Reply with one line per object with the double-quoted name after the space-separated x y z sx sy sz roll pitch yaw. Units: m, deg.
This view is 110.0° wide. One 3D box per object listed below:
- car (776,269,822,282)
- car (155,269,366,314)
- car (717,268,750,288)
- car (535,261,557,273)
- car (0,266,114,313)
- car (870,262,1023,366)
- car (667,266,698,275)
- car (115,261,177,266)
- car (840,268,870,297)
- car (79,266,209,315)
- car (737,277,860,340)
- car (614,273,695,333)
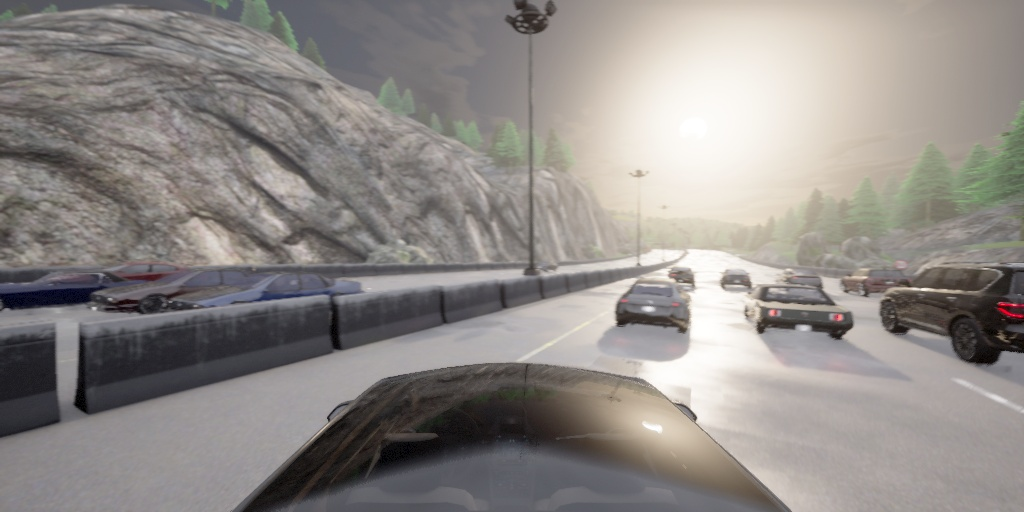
19.061 1.611 23.959 2.128 1.511 4.902 1 0 28 "car"
-7.399 1.205 11.561 2.033 1.411 5.357 1 0 28 "car"
16.468 1.611 26.553 1.812 1.442 4.674 1 0 28 "car"
4.718 1.463 49.608 2.128 1.511 4.902 1 0 28 "car"
-15.063 1.136 12.013 1.895 1.301 4.718 1 0 28 "car"
10.758 1.163 8.079 2.150 2.045 5.566 1 0 28 "car"
12.904 1.534 27.290 1.837 1.490 4.892 1 0 28 "car"
-16.887 0.995 16.071 1.882 1.535 5.008 1 0 28 "car"
21.780 1.509 21.601 2.097 1.767 4.553 1 0 28 "car"
-10.773 1.154 12.661 2.033 1.411 5.357 1 0 28 "car"
8.236 1.509 10.819 1.895 1.301 4.718 1 0 28 "car"
4.610 1.415 11.437 1.994 1.385 4.181 1 0 28 "car"
